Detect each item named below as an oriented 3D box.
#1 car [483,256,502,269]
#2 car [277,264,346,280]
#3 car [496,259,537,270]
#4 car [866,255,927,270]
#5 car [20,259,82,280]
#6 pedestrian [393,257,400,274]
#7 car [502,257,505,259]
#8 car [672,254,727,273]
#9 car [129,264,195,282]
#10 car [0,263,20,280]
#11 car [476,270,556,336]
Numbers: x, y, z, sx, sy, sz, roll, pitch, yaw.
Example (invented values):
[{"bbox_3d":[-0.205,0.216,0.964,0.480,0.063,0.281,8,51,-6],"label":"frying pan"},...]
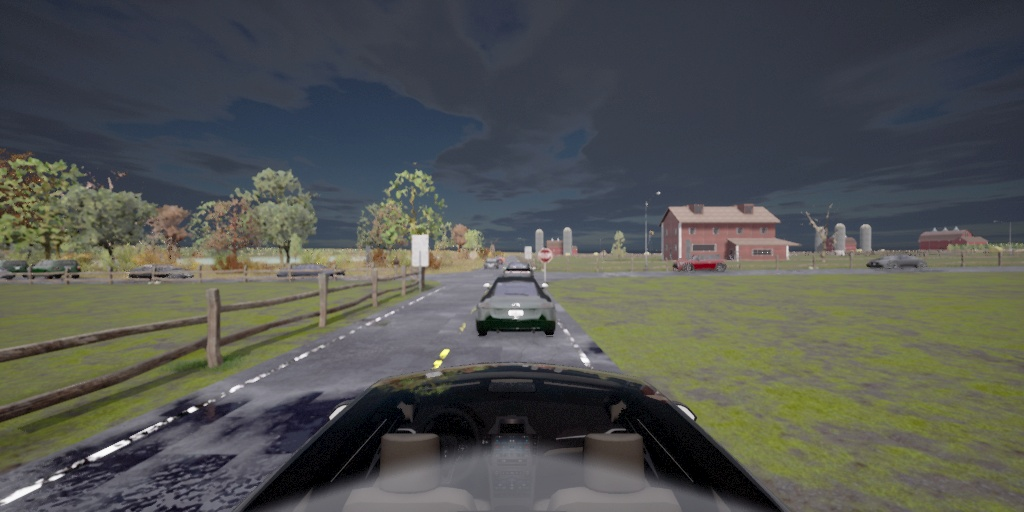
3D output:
[{"bbox_3d":[-2.740,1.025,48.533,1.812,1.442,4.674,0,0,0],"label":"car"},{"bbox_3d":[-17.593,1.376,31.509,5.357,1.411,2.033,-1,1,1],"label":"car"},{"bbox_3d":[0.510,1.127,22.983,2.128,1.511,4.902,0,0,5],"label":"car"},{"bbox_3d":[36.272,0.577,33.894,4.181,1.385,1.994,-1,1,1],"label":"car"},{"bbox_3d":[-47.500,1.400,37.192,5.566,2.045,2.150,-1,1,18],"label":"car"},{"bbox_3d":[-12.080,0.974,37.417,0.375,1.860,0.375,0,2,1],"label":"pedestrian"},{"bbox_3d":[-2.670,0.984,63.602,1.994,1.385,4.181,0,0,1],"label":"car"},{"bbox_3d":[17.688,0.642,34.091,4.553,1.767,2.097,-1,1,1],"label":"car"},{"bbox_3d":[-30.992,1.502,31.828,4.902,1.511,2.128,-1,1,3],"label":"car"},{"bbox_3d":[-51.567,1.743,35.412,4.902,1.511,2.128,-1,1,20],"label":"car"},{"bbox_3d":[0.109,1.267,10.260,1.994,1.385,4.181,0,0,1],"label":"car"}]
